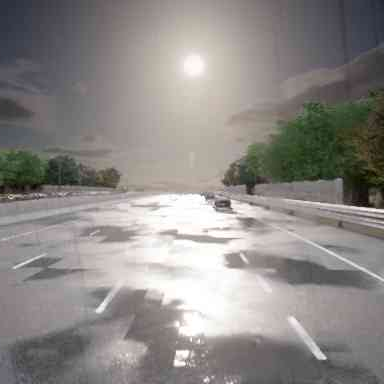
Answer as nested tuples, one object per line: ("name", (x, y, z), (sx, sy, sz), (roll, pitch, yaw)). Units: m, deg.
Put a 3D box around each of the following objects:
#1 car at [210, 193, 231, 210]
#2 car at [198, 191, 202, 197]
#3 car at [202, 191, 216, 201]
("car", (3.512, 1.228, 39.553), (1.882, 1.535, 5.008), (0, 1, 0))
("car", (3.530, 0.681, 93.621), (1.895, 1.301, 4.718), (0, 0, 0))
("car", (3.521, 0.816, 64.975), (2.097, 1.767, 4.553), (0, 1, 0))
